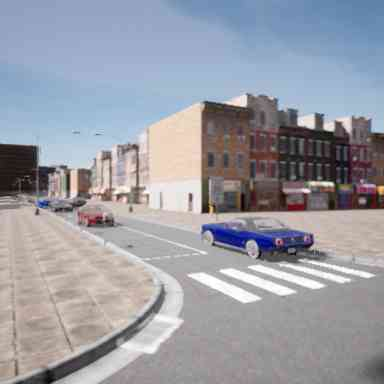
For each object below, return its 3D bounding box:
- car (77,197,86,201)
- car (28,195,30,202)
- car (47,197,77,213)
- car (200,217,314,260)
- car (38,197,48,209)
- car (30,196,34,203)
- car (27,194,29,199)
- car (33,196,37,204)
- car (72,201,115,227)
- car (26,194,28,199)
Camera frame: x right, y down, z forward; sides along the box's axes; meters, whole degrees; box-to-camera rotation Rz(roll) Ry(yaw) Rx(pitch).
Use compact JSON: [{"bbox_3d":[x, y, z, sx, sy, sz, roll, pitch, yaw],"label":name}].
[{"bbox_3d":[-14.650,1.478,42.729,1.837,1.490,4.892,0,0,-28],"label":"car"},{"bbox_3d":[-32.937,1.598,70.458,1.887,1.381,4.507,0,0,-29],"label":"car"},{"bbox_3d":[-14.426,1.531,36.749,1.947,1.339,4.313,1,0,-29],"label":"car"},{"bbox_3d":[2.157,1.578,12.594,1.895,1.301,4.718,0,0,-27],"label":"car"},{"bbox_3d":[-19.918,1.455,45.952,1.882,1.535,5.008,0,0,-29],"label":"car"},{"bbox_3d":[-30.293,1.585,65.642,2.008,1.369,4.403,1,0,-29],"label":"car"},{"bbox_3d":[-35.582,1.620,75.274,1.887,1.381,4.507,0,0,-29],"label":"car"},{"bbox_3d":[-23.295,1.516,52.084,1.812,1.442,4.674,0,0,-29],"label":"car"},{"bbox_3d":[-6.493,1.508,22.303,1.887,1.381,4.507,1,0,-29],"label":"car"},{"bbox_3d":[-38.145,1.622,79.941,1.752,1.417,4.829,0,0,-29],"label":"car"}]
